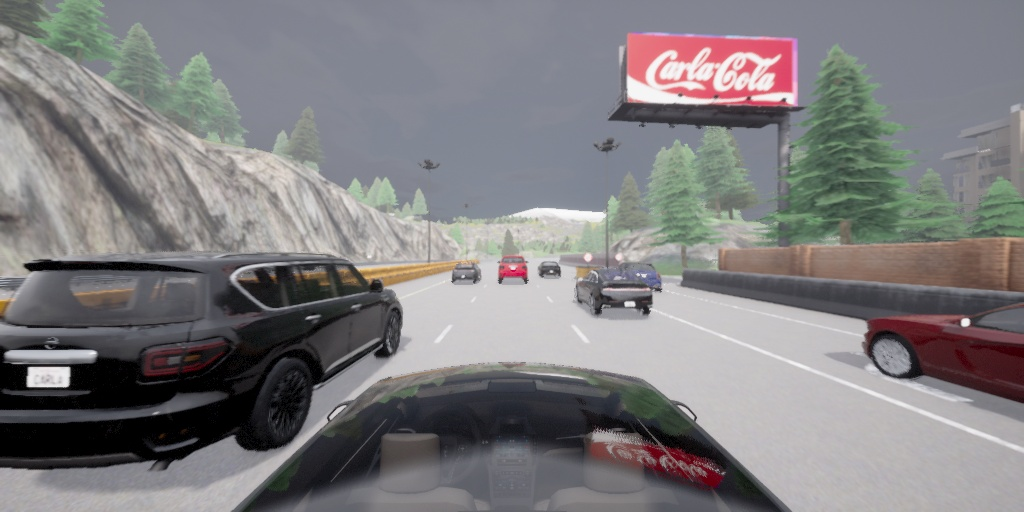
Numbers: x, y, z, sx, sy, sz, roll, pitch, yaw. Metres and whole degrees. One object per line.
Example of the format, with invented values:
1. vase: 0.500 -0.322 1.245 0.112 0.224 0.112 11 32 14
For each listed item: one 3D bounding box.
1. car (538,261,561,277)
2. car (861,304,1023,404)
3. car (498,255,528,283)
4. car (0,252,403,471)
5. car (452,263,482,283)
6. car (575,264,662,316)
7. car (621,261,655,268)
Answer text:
1. car: 3.565 1.230 34.817 1.882 1.535 5.008 0 0 0
2. car: 7.100 1.228 4.232 1.882 1.535 5.008 0 0 0
3. car: 0.075 0.975 28.130 2.150 2.045 5.566 0 0 0
4. car: -3.403 0.973 5.317 2.150 2.045 5.566 0 0 0
5. car: -3.425 1.245 27.629 2.128 1.511 4.902 0 0 0
6. car: 3.593 1.243 13.350 2.128 1.511 4.902 0 0 0
7. car: 7.197 1.105 21.317 2.097 1.767 4.553 0 0 4
